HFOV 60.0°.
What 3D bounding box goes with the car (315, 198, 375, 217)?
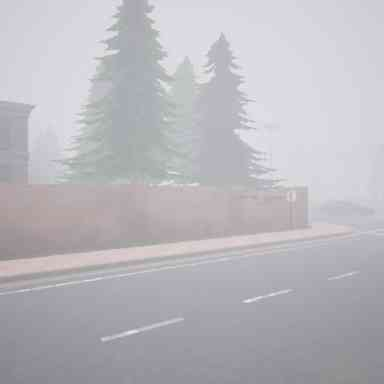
[{"bbox_3d":[14.423,1.504,31.041,1.837,1.490,4.892,0,0,-35],"label":"car"}]
